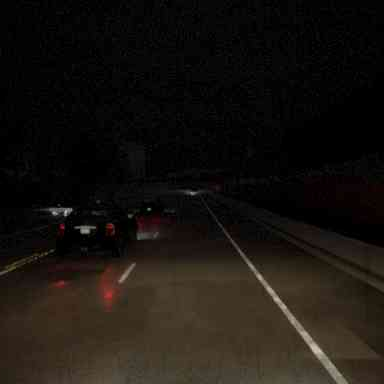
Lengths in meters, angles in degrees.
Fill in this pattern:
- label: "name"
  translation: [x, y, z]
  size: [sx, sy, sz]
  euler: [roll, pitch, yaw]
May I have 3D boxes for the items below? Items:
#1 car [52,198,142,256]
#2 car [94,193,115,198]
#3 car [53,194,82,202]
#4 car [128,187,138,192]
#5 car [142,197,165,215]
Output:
- label: "car"
  translation: [-3.436, 1.269, 12.866]
  size: [2.097, 1.767, 4.553]
  euler: [0, 1, 0]
- label: "car"
  translation: [-10.604, 0.879, 39.963]
  size: [2.128, 1.511, 4.902]
  euler: [0, 1, 0]
- label: "car"
  translation: [-14.116, 0.979, 38.036]
  size: [2.033, 1.411, 5.357]
  euler: [0, 1, 0]
- label: "car"
  translation: [-14.015, -0.551, 78.934]
  size: [2.097, 1.767, 4.553]
  euler: [0, 1, 0]
- label: "car"
  translation: [-3.431, 1.166, 29.064]
  size: [1.812, 1.442, 4.674]
  euler: [0, 1, 0]
